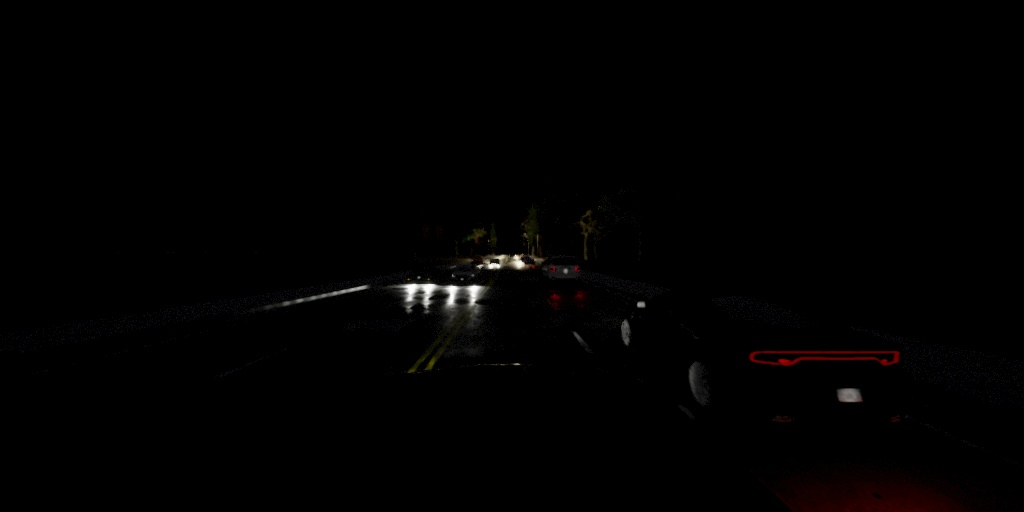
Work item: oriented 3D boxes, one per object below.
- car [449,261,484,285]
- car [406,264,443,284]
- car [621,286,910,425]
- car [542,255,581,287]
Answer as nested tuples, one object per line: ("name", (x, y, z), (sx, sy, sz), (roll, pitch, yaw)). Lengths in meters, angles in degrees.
("car", (-3.341, 1.288, 26.337), (1.812, 1.442, 4.674), (0, 0, 0))
("car", (-6.583, 1.324, 27.318), (1.994, 1.385, 4.181), (0, 0, 0))
("car", (3.353, 1.230, 6.041), (1.882, 1.535, 5.008), (0, 0, 0))
("car", (3.357, 0.984, 25.101), (2.150, 2.045, 5.566), (0, 0, 0))
